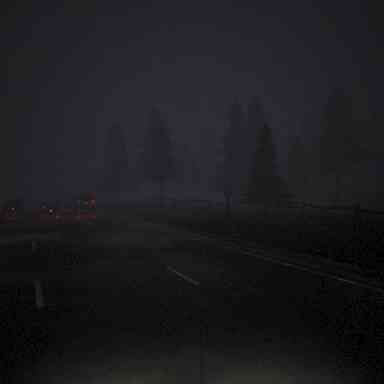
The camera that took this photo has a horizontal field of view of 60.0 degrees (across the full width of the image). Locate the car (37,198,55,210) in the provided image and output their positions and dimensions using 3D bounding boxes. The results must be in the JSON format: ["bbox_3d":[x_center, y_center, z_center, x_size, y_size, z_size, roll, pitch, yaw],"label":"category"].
[{"bbox_3d":[-19.031,1.563,43.322,1.994,1.385,4.181,0,0,-27],"label":"car"}]

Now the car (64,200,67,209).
[{"bbox_3d":[-16.575,1.525,46.114,1.812,1.442,4.674,0,0,-26],"label":"car"}]

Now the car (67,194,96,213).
[{"bbox_3d":[-12.312,1.221,37.457,2.150,2.045,5.566,0,0,-26],"label":"car"}]

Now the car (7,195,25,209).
[{"bbox_3d":[-24.640,1.351,46.793,2.097,1.767,4.553,0,0,-26],"label":"car"}]

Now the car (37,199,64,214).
[{"bbox_3d":[-15.166,1.600,35.471,1.895,1.301,4.718,0,0,-26],"label":"car"}]

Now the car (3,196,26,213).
[{"bbox_3d":[-20.070,1.504,37.510,1.837,1.490,4.892,0,0,-26],"label":"car"}]
